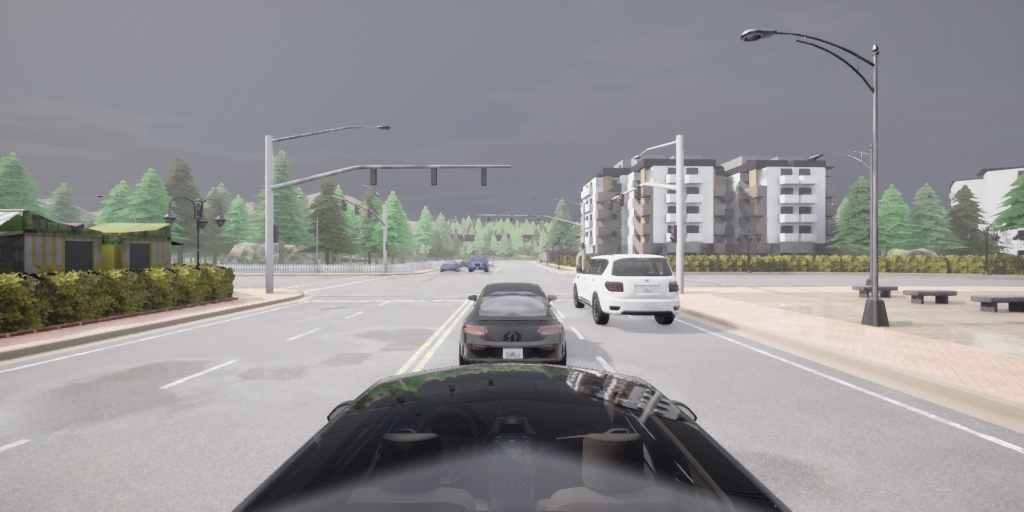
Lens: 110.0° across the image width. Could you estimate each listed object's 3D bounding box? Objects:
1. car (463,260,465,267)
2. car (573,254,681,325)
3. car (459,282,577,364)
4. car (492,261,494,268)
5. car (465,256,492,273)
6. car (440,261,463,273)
[{"bbox_3d":[-7.440,1.315,57.894,1.994,1.385,4.181,0,0,1],"label":"car"},{"bbox_3d":[3.493,0.971,11.956,2.150,2.045,5.566,0,0,0],"label":"car"},{"bbox_3d":[0.011,1.276,7.593,1.812,1.442,4.674,0,0,0],"label":"car"},{"bbox_3d":[-4.071,1.276,61.110,1.812,1.442,4.674,0,0,-1],"label":"car"},{"bbox_3d":[-3.940,0.971,42.974,2.150,2.045,5.566,0,0,0],"label":"car"},{"bbox_3d":[-7.434,1.276,43.308,1.812,1.442,4.674,0,0,0],"label":"car"}]
